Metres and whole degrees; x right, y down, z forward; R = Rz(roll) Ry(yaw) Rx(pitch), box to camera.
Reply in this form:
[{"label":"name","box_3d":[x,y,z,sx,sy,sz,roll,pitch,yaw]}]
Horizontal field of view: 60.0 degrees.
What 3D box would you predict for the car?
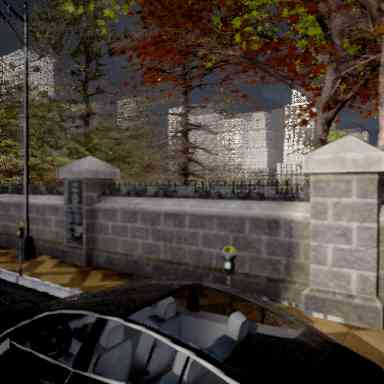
[{"label":"car","box_3d":[-0.564,1.520,3.114,4.313,1.339,1.947,1,1,35]}]
